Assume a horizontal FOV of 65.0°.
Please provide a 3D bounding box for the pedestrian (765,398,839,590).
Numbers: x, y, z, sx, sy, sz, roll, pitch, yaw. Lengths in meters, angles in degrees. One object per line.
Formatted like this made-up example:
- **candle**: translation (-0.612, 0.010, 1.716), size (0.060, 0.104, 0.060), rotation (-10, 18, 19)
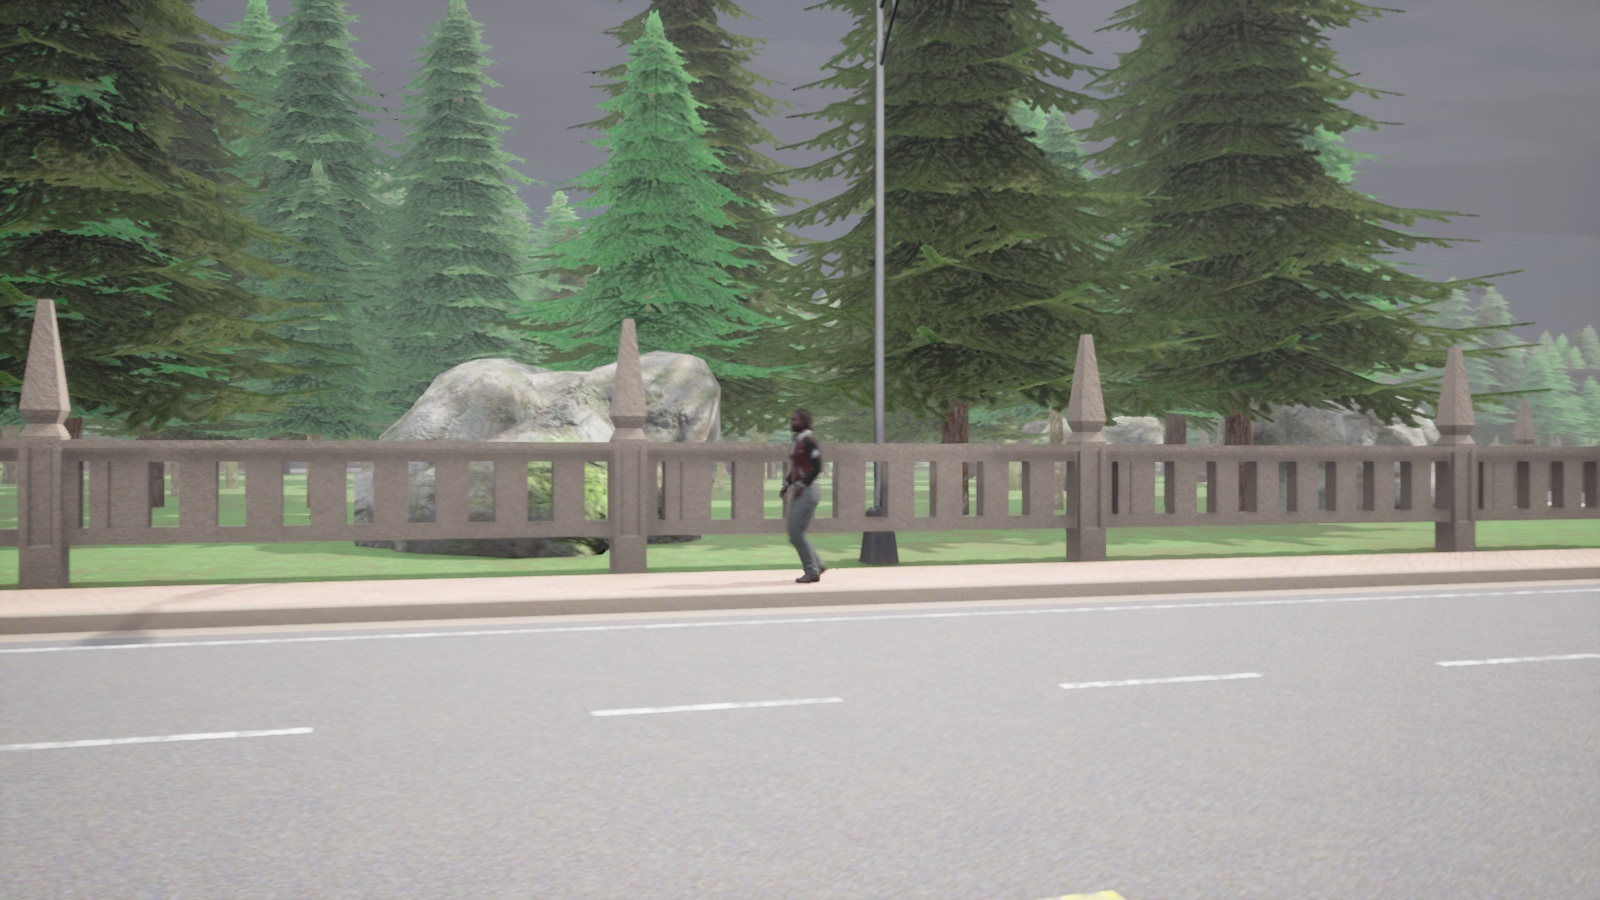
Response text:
- **pedestrian**: translation (0.016, 0.442, 12.915), size (0.666, 1.930, 0.402), rotation (0, 0, -18)
